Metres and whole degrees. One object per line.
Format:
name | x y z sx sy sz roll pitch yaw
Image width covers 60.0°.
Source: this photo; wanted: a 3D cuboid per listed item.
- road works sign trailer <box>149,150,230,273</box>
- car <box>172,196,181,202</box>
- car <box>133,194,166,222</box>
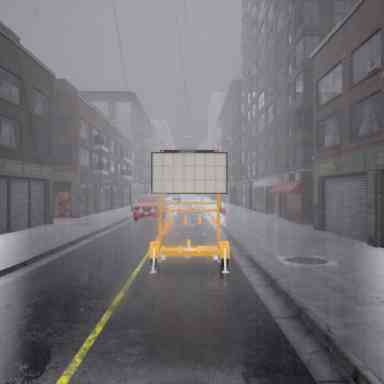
road works sign trailer | -0.081 0.464 10.627 2.380 3.560 2.880 0 0 0
car | -3.603 1.579 77.743 1.895 1.301 4.718 0 0 0
car | -3.307 1.218 26.827 2.150 2.045 5.566 0 0 0
